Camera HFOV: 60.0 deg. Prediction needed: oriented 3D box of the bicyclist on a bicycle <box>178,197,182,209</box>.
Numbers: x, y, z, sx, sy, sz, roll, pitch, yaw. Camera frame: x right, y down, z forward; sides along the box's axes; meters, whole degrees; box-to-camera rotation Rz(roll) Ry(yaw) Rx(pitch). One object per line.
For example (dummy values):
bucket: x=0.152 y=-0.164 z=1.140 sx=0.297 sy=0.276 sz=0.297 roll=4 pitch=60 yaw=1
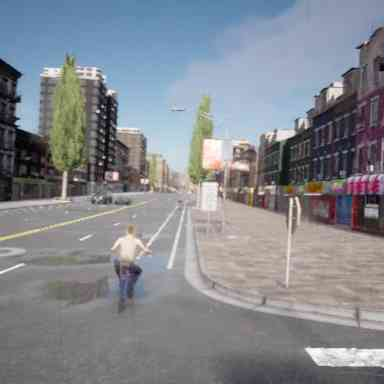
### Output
bicyclist on a bicycle: x=-1.591 y=1.572 z=44.436 sx=0.659 sy=1.776 sz=1.843 roll=3 pitch=0 yaw=0

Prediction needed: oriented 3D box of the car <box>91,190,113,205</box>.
car: x=-13.626 y=0.796 z=50.795 sx=2.150 sy=2.045 sz=5.566 roll=3 pitch=0 yaw=-1

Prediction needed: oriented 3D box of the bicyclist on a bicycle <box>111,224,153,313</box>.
bicyclist on a bicycle: x=-1.249 y=1.441 z=6.632 sx=0.866 sy=1.612 sz=1.509 roll=4 pitch=-3 yaw=0

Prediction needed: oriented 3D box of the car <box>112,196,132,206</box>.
car: x=-10.398 y=1.301 z=50.855 sx=1.994 sy=1.385 sz=4.181 roll=3 pitch=0 yaw=-1
